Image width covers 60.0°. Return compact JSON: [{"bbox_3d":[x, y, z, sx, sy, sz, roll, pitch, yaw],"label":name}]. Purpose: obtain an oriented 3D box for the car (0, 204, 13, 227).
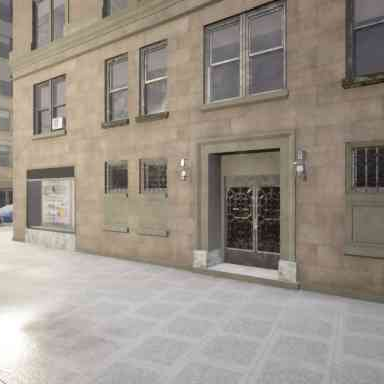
[{"bbox_3d":[-11.884,1.512,23.025,2.033,1.411,5.357,0,0,39],"label":"car"}]
